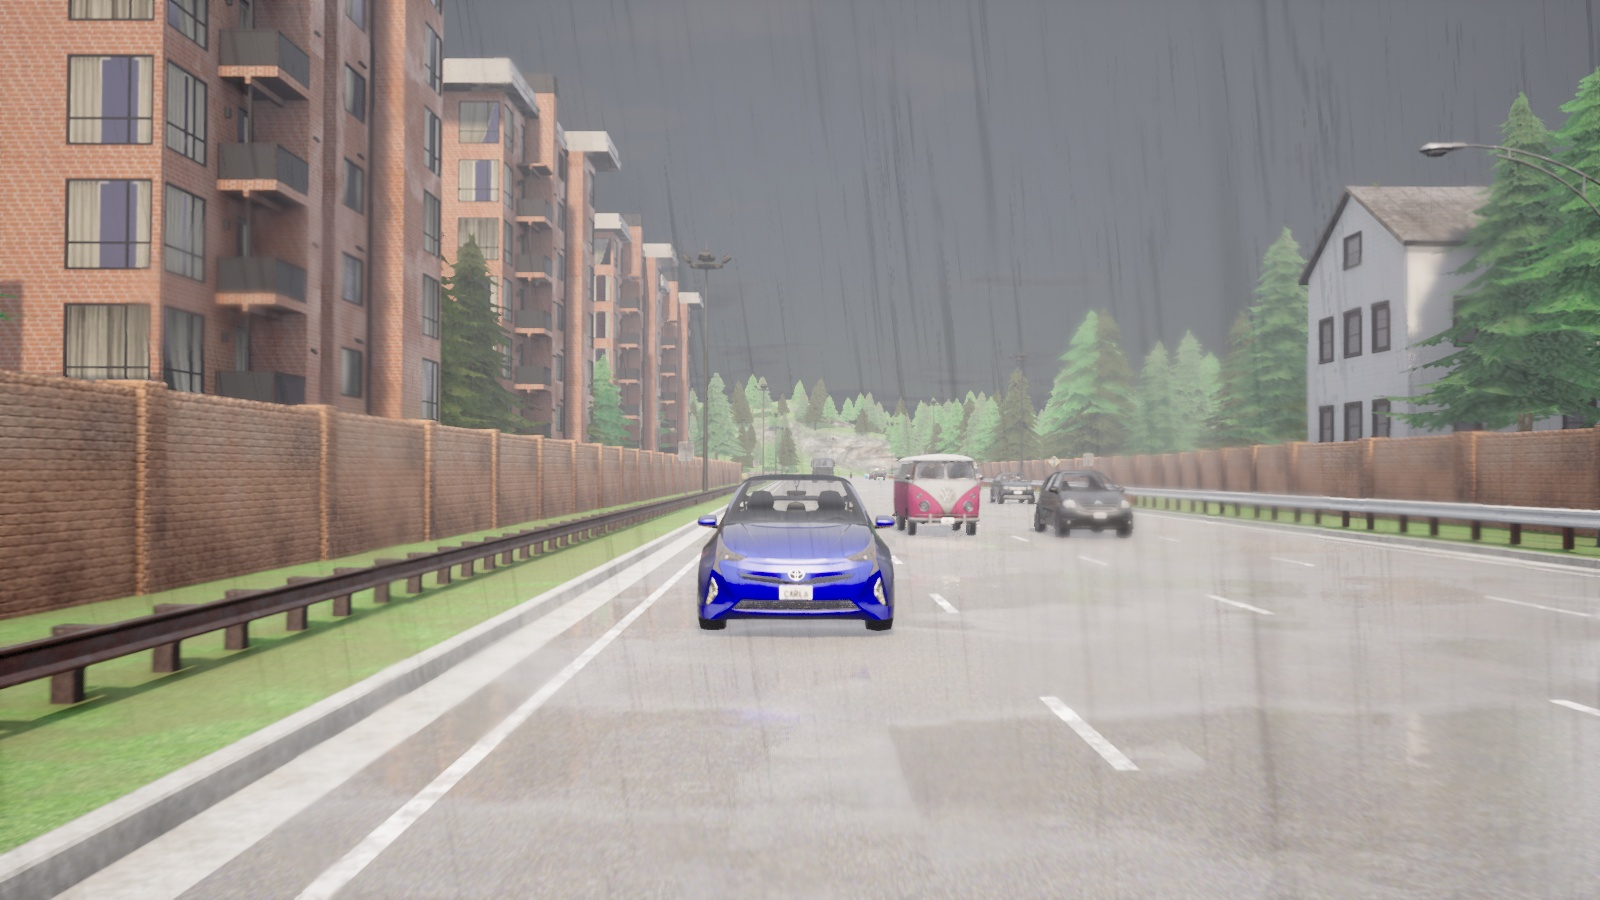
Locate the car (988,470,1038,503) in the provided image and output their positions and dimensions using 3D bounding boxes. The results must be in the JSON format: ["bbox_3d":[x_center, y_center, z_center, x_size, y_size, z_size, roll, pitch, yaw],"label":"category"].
[{"bbox_3d":[10.352,1.776,61.157,1.789,1.549,3.705,0,-1,0],"label":"car"}]

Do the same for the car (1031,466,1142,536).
[{"bbox_3d":[6.962,1.202,30.891,1.851,1.617,3.988,0,-1,0],"label":"car"}]

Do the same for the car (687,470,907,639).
[{"bbox_3d":[-0.034,0.990,13.738,2.007,1.525,4.514,0,-1,0],"label":"car"}]

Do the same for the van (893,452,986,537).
[{"bbox_3d":[3.422,1.082,31.578,1.775,1.987,4.442,0,-1,-1],"label":"van"}]
